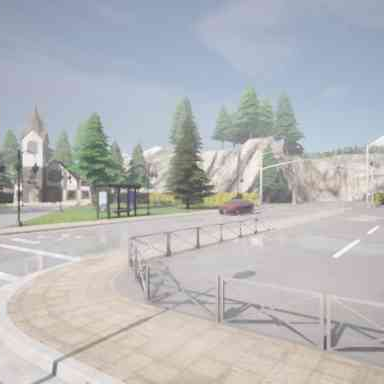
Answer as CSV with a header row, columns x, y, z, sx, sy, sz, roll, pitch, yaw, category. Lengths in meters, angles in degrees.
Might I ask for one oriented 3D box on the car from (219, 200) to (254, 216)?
x,y,z,sx,sy,sz,roll,pitch,yaw,category
4.464,1.490,32.880,1.882,1.535,5.008,0,0,35,car
